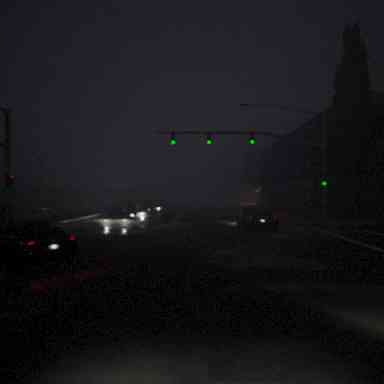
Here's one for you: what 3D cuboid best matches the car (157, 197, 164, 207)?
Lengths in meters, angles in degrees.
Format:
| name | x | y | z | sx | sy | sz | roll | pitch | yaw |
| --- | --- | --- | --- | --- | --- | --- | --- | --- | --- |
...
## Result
| name | x | y | z | sx | sy | sz | roll | pitch | yaw |
| --- | --- | --- | --- | --- | --- | --- | --- | --- | --- |
| car | -5.499 | 1.549 | 50.905 | 1.812 | 1.442 | 4.674 | 0 | 0 | 3 |

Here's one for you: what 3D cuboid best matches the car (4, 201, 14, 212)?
| name | x | y | z | sx | sy | sz | roll | pitch | yaw |
| --- | --- | --- | --- | --- | --- | --- | --- | --- | --- |
| car | -20.600 | 1.233 | 34.165 | 3.866 | 1.878 | 1.905 | 0 | 0 | 1 |

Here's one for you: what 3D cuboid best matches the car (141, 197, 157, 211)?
| name | x | y | z | sx | sy | sz | roll | pitch | yaw |
| --- | --- | --- | --- | --- | --- | --- | --- | --- | --- |
| car | -6.050 | 1.516 | 40.807 | 2.128 | 1.511 | 4.902 | 0 | 0 | 3 |

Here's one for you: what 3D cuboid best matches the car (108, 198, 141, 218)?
| name | x | y | z | sx | sy | sz | roll | pitch | yaw |
| --- | --- | --- | --- | --- | --- | --- | --- | --- | --- |
| car | -6.465 | 1.503 | 31.263 | 1.882 | 1.535 | 5.008 | 0 | 0 | 2 |

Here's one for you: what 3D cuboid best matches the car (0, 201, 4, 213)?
| name | x | y | z | sx | sy | sz | roll | pitch | yaw |
| --- | --- | --- | --- | --- | --- | --- | --- | --- | --- |
| car | -20.720 | 1.230 | 31.273 | 4.605 | 1.855 | 1.932 | 0 | 0 | 1 |

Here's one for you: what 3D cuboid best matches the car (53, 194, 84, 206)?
| name | x | y | z | sx | sy | sz | roll | pitch | yaw |
| --- | --- | --- | --- | --- | --- | --- | --- | --- | --- |
| car | -20.186 | 1.233 | 53.785 | 3.866 | 1.878 | 1.905 | 0 | 0 | 1 |

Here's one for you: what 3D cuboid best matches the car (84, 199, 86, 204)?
| name | x | y | z | sx | sy | sz | roll | pitch | yaw |
| --- | --- | --- | --- | --- | --- | --- | --- | --- | --- |
| car | -20.108 | 1.472 | 56.679 | 3.806 | 1.475 | 1.970 | 0 | 0 | 1 |

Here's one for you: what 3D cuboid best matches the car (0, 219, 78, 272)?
| name | x | y | z | sx | sy | sz | roll | pitch | yaw |
| --- | --- | --- | --- | --- | --- | --- | --- | --- | --- |
| car | -5.630 | 1.585 | 11.032 | 4.181 | 1.385 | 1.994 | 0 | 0 | 39 |

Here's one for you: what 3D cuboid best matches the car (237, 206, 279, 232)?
| name | x | y | z | sx | sy | sz | roll | pitch | yaw |
| --- | --- | --- | --- | --- | --- | --- | --- | --- | --- |
| car | 3.913 | 1.551 | 20.257 | 1.994 | 1.385 | 4.181 | 0 | 0 | 1 |
